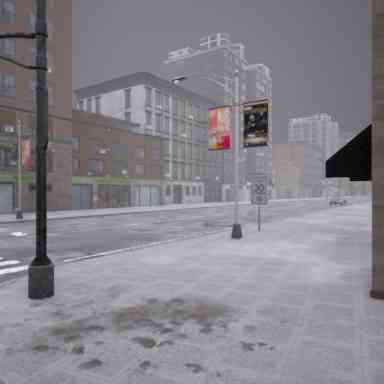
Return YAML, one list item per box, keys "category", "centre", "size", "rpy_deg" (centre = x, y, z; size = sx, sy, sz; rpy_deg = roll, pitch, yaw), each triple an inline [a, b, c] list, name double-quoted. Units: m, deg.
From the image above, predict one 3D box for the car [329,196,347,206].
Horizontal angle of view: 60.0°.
- category: "car"
  centre: [22.646, 1.375, 51.516]
  size: [2.033, 1.411, 5.357]
  rpy_deg: [0, 0, 34]
